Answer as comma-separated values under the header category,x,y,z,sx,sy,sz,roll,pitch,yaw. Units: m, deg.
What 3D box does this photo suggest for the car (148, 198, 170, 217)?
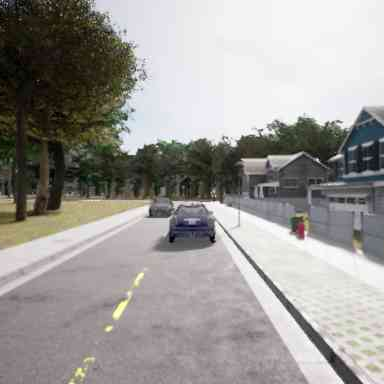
category,x,y,z,sx,sy,sz,roll,pitch,yaw
car,-2.762,1.332,30.799,2.097,1.767,4.553,0,0,1

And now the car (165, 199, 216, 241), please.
category,x,y,z,sx,sy,sz,roll,pitch,yaw
car,0.009,1.339,16.619,2.097,1.767,4.553,0,0,0
